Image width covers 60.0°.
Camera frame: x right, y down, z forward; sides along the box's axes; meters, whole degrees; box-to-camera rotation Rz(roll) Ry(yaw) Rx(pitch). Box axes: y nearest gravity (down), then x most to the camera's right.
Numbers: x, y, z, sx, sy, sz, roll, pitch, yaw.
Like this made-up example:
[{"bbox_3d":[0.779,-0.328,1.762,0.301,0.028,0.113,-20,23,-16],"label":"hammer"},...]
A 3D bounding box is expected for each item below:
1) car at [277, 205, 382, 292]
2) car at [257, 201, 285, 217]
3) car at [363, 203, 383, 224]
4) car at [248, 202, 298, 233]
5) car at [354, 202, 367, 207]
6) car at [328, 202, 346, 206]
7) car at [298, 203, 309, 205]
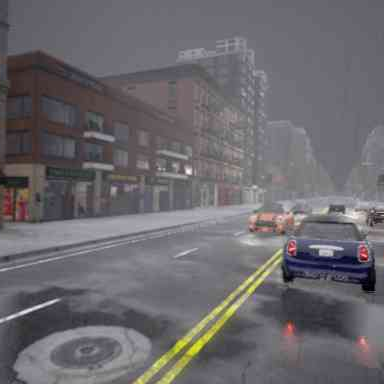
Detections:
[{"bbox_3d":[3.985,1.461,9.688,2.097,1.767,4.553,1,0,24],"label":"car"},{"bbox_3d":[8.865,1.826,37.005,2.033,1.411,5.357,1,0,24],"label":"car"},{"bbox_3d":[14.660,1.874,25.768,1.837,1.490,4.892,1,-1,24],"label":"car"},{"bbox_3d":[4.929,1.508,20.309,2.097,1.767,4.553,1,0,24],"label":"car"},{"bbox_3d":[24.024,2.142,46.906,1.812,1.442,4.674,1,-1,24],"label":"car"},{"bbox_3d":[18.662,1.973,42.822,1.882,1.535,5.008,1,0,24],"label":"car"},{"bbox_3d":[11.836,1.884,35.688,2.033,1.411,5.357,1,0,24],"label":"car"}]
